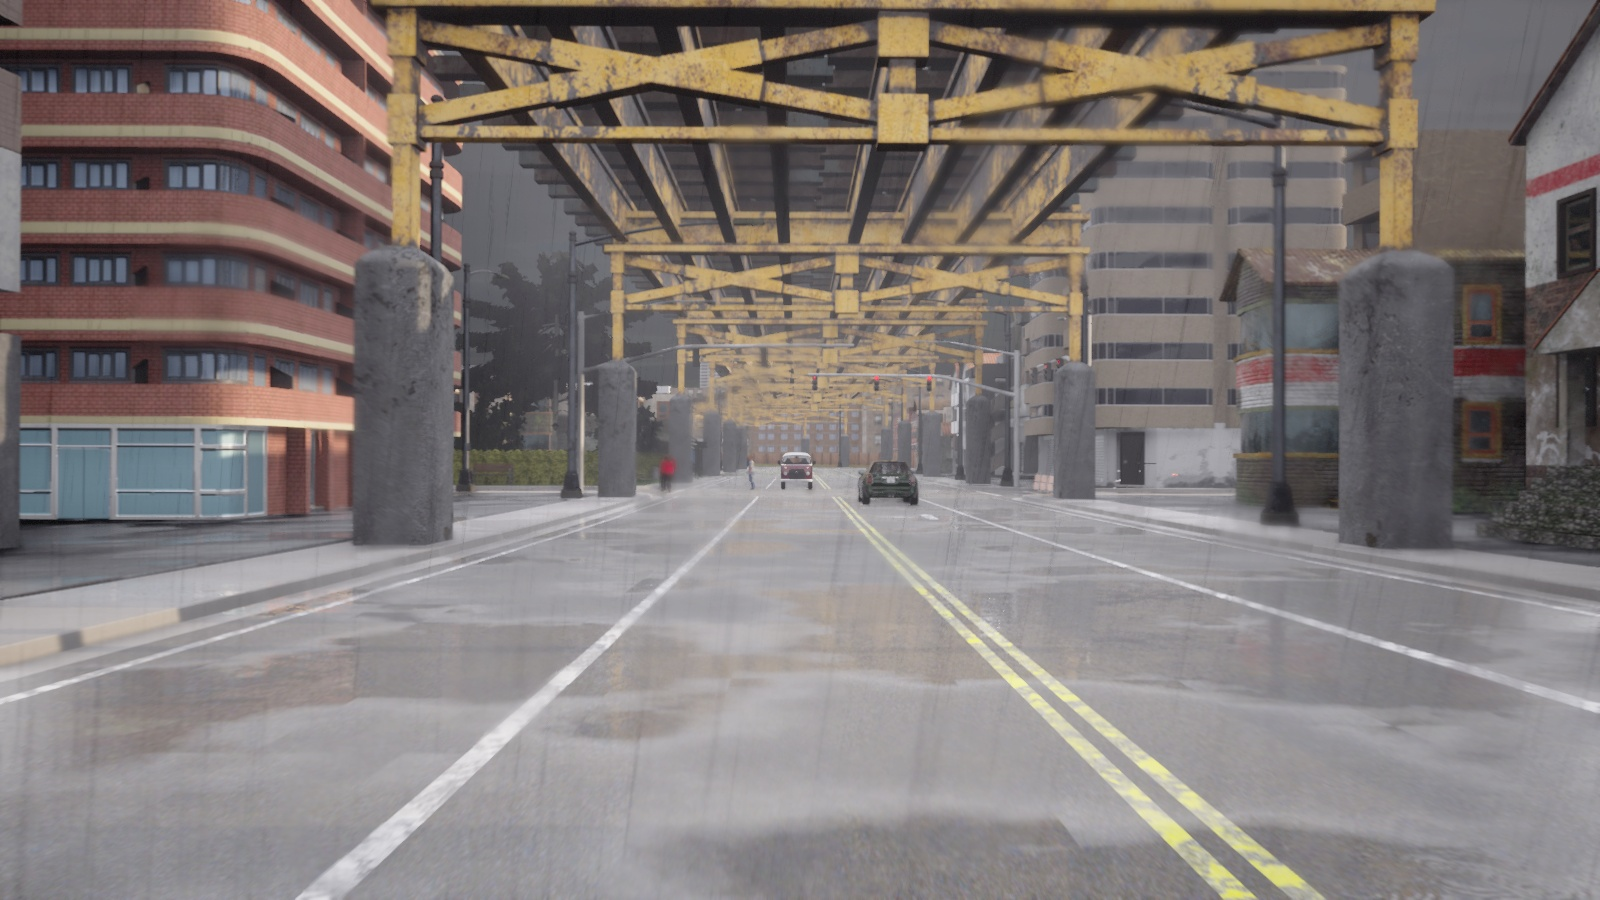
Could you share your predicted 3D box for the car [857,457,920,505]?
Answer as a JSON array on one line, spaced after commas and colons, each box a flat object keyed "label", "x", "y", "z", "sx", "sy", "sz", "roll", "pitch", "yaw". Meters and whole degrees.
[{"label": "car", "x": 3.375, "y": 1.158, "z": 48.825, "sx": 2.097, "sy": 1.767, "sz": 4.553, "roll": 0, "pitch": 0, "yaw": 0}]

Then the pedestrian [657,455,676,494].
[{"label": "pedestrian", "x": -6.458, "y": 1.164, "z": 60.575, "sx": 0.634, "sy": 1.844, "sz": 0.899, "roll": 0, "pitch": 0, "yaw": -27}]

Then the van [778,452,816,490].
[{"label": "van", "x": -0.181, "y": 1.153, "z": 70.349, "sx": 2.069, "sy": 2.038, "sz": 4.480, "roll": 0, "pitch": -1, "yaw": 0}]
